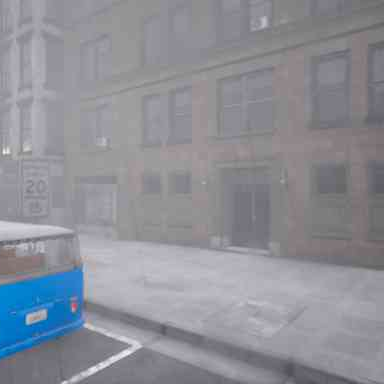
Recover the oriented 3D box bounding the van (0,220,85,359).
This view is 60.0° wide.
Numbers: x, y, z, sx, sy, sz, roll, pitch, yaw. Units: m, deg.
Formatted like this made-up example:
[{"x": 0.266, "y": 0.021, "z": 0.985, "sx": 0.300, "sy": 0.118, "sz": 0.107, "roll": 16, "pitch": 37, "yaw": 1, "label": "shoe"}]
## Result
[{"x": -3.468, "y": 1.344, "z": 5.287, "sx": 3.998, "sy": 1.788, "sz": 1.690, "roll": 0, "pitch": 0, "yaw": 36, "label": "van"}]
